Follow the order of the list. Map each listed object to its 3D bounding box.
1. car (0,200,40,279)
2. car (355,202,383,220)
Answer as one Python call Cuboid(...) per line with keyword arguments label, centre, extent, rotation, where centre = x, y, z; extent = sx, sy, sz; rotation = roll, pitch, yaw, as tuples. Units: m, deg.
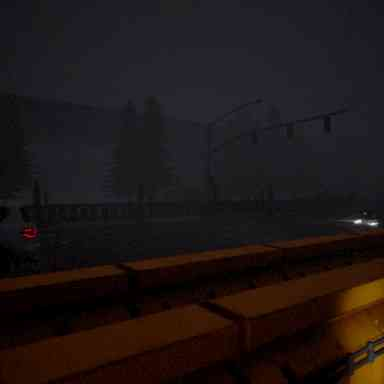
Cuboid(label="car", centre=(-6.643, 1.223, 7.852), extent=(5.566, 2.045, 2.150), rotation=(0, 0, -35))
Cuboid(label="car", centre=(15.513, 1.564, 27.899), extent=(4.181, 1.385, 1.994), rotation=(0, 0, -35))
